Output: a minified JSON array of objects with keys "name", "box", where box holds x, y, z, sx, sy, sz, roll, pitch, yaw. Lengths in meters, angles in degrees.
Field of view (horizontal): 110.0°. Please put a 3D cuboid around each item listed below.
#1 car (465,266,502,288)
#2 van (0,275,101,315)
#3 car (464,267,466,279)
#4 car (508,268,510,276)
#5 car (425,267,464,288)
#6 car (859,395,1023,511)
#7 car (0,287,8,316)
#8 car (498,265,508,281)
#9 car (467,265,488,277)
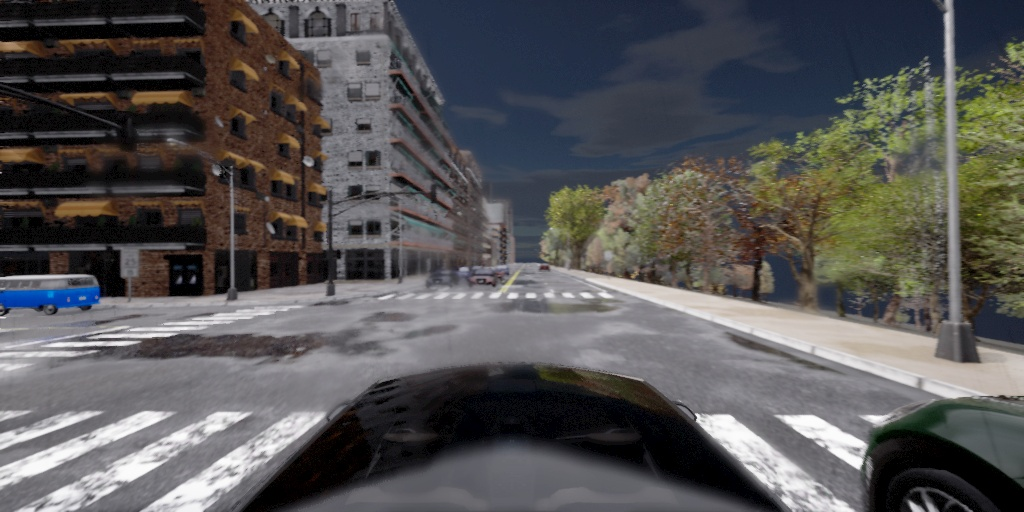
[{"name":"car","box":[-2.146,1.704,28.106,1.994,1.385,4.181,-1,-1,3]},{"name":"van","box":[-22.001,1.804,16.906,3.998,1.789,1.690,0,0,2]},{"name":"car","box":[-5.023,1.821,36.889,1.812,1.442,4.674,-1,-1,2]},{"name":"car","box":[-1.280,1.939,48.005,1.812,1.442,4.674,-1,-1,3]},{"name":"car","box":[-5.393,1.742,28.277,1.994,1.385,4.181,-1,-1,2]},{"name":"car","box":[3.375,1.049,0.542,2.097,1.767,4.553,-1,-1,2]},{"name":"car","box":[-19.068,1.856,11.028,4.674,1.442,1.812,-1,-1,3]},{"name":"car","box":[-1.772,1.860,36.851,1.895,1.301,4.718,-1,-1,2]},{"name":"car","box":[-4.533,2.000,48.236,2.033,1.411,5.357,-1,-1,2]}]
